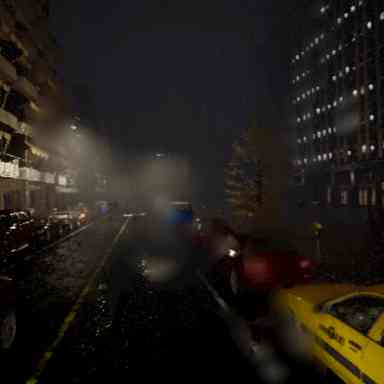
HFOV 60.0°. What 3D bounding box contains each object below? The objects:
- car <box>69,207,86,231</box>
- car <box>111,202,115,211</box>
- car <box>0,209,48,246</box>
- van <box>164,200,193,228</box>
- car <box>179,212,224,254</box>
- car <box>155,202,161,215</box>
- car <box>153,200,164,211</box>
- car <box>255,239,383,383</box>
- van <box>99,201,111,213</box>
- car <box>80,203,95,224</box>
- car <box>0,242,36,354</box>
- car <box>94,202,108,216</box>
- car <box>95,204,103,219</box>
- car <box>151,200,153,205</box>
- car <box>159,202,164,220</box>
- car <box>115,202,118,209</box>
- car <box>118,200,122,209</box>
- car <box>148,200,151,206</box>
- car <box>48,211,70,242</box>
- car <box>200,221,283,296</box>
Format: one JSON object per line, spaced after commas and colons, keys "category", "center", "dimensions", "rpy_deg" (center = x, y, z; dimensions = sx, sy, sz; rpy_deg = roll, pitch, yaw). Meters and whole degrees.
{"category": "car", "center": [-9.222, 2.041, 23.815], "dimensions": [2.008, 1.369, 4.403], "rpy_deg": [-2, -1, -9]}
{"category": "car", "center": [-13.369, 2.507, 51.131], "dimensions": [1.802, 1.307, 4.206], "rpy_deg": [-2, -1, -9]}
{"category": "car", "center": [-7.570, 1.637, 12.890], "dimensions": [2.192, 1.841, 5.009], "rpy_deg": [-2, -1, -9]}
{"category": "van", "center": [-0.945, 1.661, 25.077], "dimensions": [1.690, 1.788, 3.998], "rpy_deg": [-2, -1, -9]}
{"category": "car", "center": [0.721, 1.734, 14.148], "dimensions": [1.802, 1.307, 4.206], "rpy_deg": [-2, -1, -9]}
{"category": "car", "center": [-2.598, 2.057, 36.002], "dimensions": [1.947, 1.339, 4.313], "rpy_deg": [-2, -1, -9]}
{"category": "car", "center": [-3.431, 2.019, 41.466], "dimensions": [1.967, 1.590, 4.097], "rpy_deg": [-2, -1, -9]}
{"category": "car", "center": [2.354, 1.514, 3.390], "dimensions": [1.752, 1.417, 4.829], "rpy_deg": [-2, -1, -9]}
{"category": "van", "center": [-12.547, 2.178, 45.671], "dimensions": [1.690, 1.788, 3.998], "rpy_deg": [-2, -1, -9]}
{"category": "car", "center": [-10.054, 2.016, 29.279], "dimensions": [1.967, 1.590, 4.097], "rpy_deg": [-2, -1, -9]}
{"category": "car", "center": [-3.417, 1.645, 3.531], "dimensions": [1.812, 1.442, 4.674], "rpy_deg": [-1, -1, -8]}
{"category": "car", "center": [-11.711, 2.294, 40.205], "dimensions": [1.887, 1.381, 4.507], "rpy_deg": [-2, -1, -9]}
{"category": "car", "center": [-10.881, 2.228, 34.741], "dimensions": [1.947, 1.339, 4.313], "rpy_deg": [-2, -1, -9]}
{"category": "car", "center": [-5.113, 2.283, 52.560], "dimensions": [1.752, 1.417, 4.829], "rpy_deg": [-2, -1, -9]}
{"category": "car", "center": [-1.794, 1.933, 30.706], "dimensions": [1.752, 1.417, 4.829], "rpy_deg": [-2, -1, -9]}
{"category": "car", "center": [-14.199, 2.596, 56.594], "dimensions": [1.802, 1.307, 4.206], "rpy_deg": [-2, -1, -9]}
{"category": "car", "center": [-15.858, 2.758, 67.521], "dimensions": [1.947, 1.339, 4.313], "rpy_deg": [-2, -1, -9]}
{"category": "car", "center": [-10.064, 2.840, 85.172], "dimensions": [1.887, 1.381, 4.507], "rpy_deg": [-2, -1, -9]}
{"category": "car", "center": [-8.392, 1.956, 18.352], "dimensions": [2.008, 1.369, 4.403], "rpy_deg": [-2, -1, -9]}
{"category": "car", "center": [1.551, 1.650, 8.685], "dimensions": [1.802, 1.307, 4.206], "rpy_deg": [-2, -1, -9]}
